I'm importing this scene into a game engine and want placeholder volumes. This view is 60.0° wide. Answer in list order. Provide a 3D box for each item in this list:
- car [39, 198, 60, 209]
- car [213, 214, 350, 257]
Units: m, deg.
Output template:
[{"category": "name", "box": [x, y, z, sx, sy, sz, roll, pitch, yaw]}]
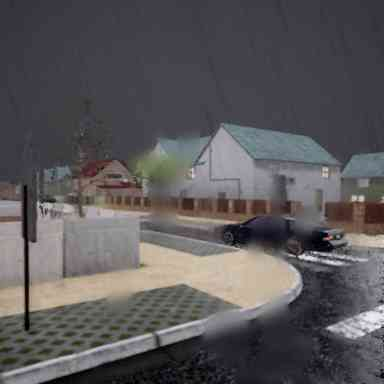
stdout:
[{"category": "car", "box": [-18.581, 1.541, 43.344, 1.812, 1.442, 4.674, 0, 0, -37]}, {"category": "car", "box": [3.362, 1.604, 13.425, 2.033, 1.411, 5.357, -1, 1, -45]}]
